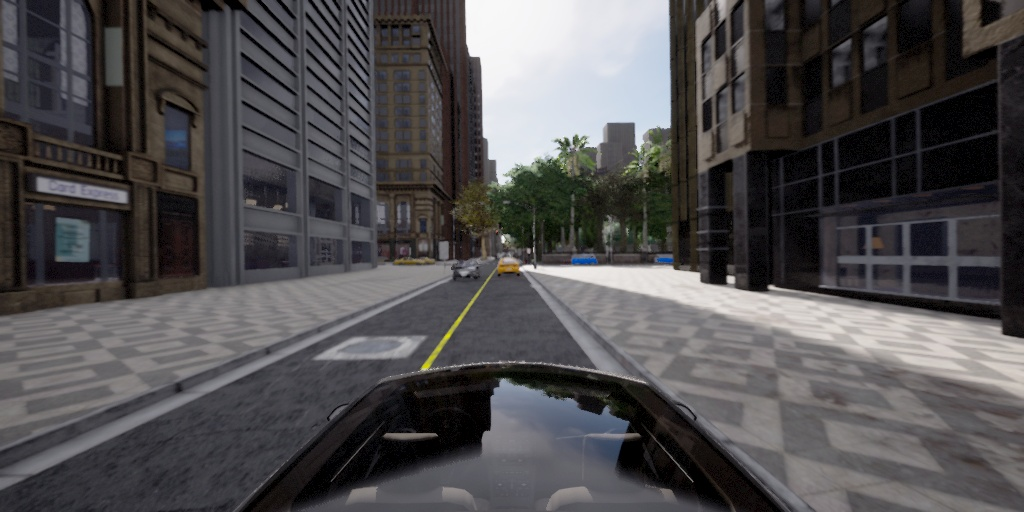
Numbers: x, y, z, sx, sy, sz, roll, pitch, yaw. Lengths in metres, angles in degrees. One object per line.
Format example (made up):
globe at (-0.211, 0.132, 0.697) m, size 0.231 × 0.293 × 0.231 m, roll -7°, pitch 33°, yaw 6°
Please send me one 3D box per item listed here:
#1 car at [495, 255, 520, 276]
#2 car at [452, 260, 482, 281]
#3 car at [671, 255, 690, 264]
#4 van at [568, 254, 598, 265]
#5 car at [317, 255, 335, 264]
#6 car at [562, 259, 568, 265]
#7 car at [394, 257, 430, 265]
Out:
car at (-0.293, 0.962, 32.538) m, size 1.882 × 1.535 × 5.008 m, roll -1°, pitch 0°, yaw -1°
car at (-3.416, 1.069, 27.741) m, size 2.128 × 1.511 × 4.902 m, roll -1°, pitch 0°, yaw -1°
car at (27.770, 0.889, 55.922) m, size 4.207 × 1.307 × 1.802 m, roll 0°, pitch 0°, yaw -1°
van at (11.198, 0.656, 55.771) m, size 3.998 × 1.789 × 1.690 m, roll 0°, pitch 0°, yaw -1°
car at (-27.064, 0.861, 55.423) m, size 4.829 × 1.417 × 1.751 m, roll 0°, pitch 0°, yaw -1°
car at (11.110, 0.875, 64.296) m, size 4.207 × 1.307 × 1.802 m, roll 0°, pitch 0°, yaw -1°
car at (-15.722, 0.853, 55.526) m, size 4.829 × 1.417 × 1.751 m, roll 0°, pitch 0°, yaw -1°
